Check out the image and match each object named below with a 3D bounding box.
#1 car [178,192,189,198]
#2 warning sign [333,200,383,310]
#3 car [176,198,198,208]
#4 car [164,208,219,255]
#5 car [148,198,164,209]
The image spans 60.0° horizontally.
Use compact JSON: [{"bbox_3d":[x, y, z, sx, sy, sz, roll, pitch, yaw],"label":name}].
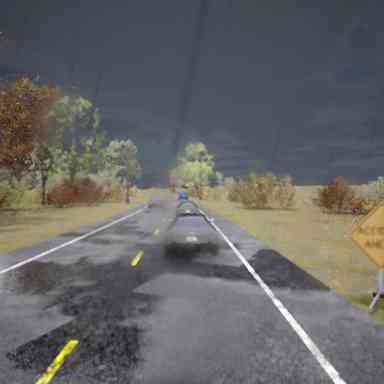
[{"bbox_3d":[-1.992,1.005,76.409,2.150,2.045,5.566,0,0,-5],"label":"car"},{"bbox_3d":[3.536,1.103,6.249,1.300,1.860,1.060,1,1,0],"label":"warning sign"},{"bbox_3d":[-0.393,1.507,28.608,1.994,1.385,4.181,0,0,-2],"label":"car"},{"bbox_3d":[-0.034,1.540,13.160,1.994,1.385,4.181,0,0,-1],"label":"car"},{"bbox_3d":[-4.667,1.469,43.615,1.994,1.385,4.181,0,0,-3],"label":"car"}]
